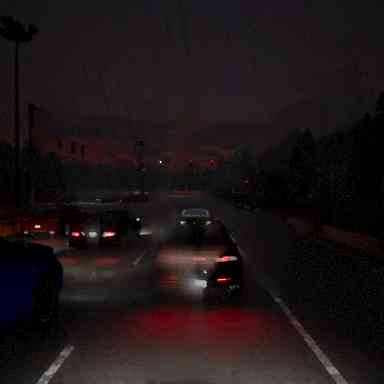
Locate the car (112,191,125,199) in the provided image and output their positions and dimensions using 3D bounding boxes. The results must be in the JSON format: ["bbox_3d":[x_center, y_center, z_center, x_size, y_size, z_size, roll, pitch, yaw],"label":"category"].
[{"bbox_3d":[-17.077,0.778,77.518,2.097,1.767,4.553,0,0,0],"label":"car"}]

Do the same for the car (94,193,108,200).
[{"bbox_3d":[-20.589,0.917,75.366,1.882,1.535,5.008,0,0,0],"label":"car"}]

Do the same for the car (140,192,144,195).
[{"bbox_3d":[-13.525,0.830,86.409,1.882,1.535,5.008,0,0,0],"label":"car"}]

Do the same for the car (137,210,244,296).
[{"bbox_3d":[0.127,1.438,8.462,2.128,1.511,4.902,0,0,0],"label":"car"}]

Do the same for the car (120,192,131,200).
[{"bbox_3d":[-13.691,1.047,64.505,1.812,1.442,4.674,0,0,1],"label":"car"}]

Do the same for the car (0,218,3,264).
[{"bbox_3d":[-6.881,1.512,8.207,1.994,1.385,4.181,0,0,1],"label":"car"}]

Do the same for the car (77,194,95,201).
[{"bbox_3d":[-20.664,1.118,65.073,1.895,1.301,4.718,0,0,1],"label":"car"}]

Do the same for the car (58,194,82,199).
[{"bbox_3d":[-20.777,1.066,55.706,1.882,1.535,5.008,0,0,2],"label":"car"}]

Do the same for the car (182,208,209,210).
[{"bbox_3d":[0.174,1.476,17.792,1.895,1.301,4.718,0,0,0],"label":"car"}]

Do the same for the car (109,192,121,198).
[{"bbox_3d":[-20.512,0.807,88.533,1.882,1.535,5.008,0,0,0],"label":"car"}]

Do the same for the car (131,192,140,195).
[{"bbox_3d":[-13.594,0.970,74.527,1.812,1.442,4.674,0,0,0],"label":"car"}]

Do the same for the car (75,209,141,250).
[{"bbox_3d":[-3.348,1.453,13.779,2.033,1.411,5.357,0,0,0],"label":"car"}]

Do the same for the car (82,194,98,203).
[{"bbox_3d":[-17.270,1.139,57.409,1.994,1.385,4.181,0,0,1],"label":"car"}]

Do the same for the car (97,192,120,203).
[{"bbox_3d":[-13.791,1.116,55.442,1.812,1.442,4.674,0,0,1],"label":"car"}]

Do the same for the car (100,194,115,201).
[{"bbox_3d":[-17.136,1.064,67.385,1.994,1.385,4.181,0,0,0],"label":"car"}]

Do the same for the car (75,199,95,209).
[{"bbox_3d":[-6.843,1.358,17.192,1.882,1.535,5.008,0,0,0],"label":"car"}]

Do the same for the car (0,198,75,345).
[{"bbox_3d":[-3.387,1.204,3.606,2.150,2.045,5.566,0,0,0],"label":"car"}]
